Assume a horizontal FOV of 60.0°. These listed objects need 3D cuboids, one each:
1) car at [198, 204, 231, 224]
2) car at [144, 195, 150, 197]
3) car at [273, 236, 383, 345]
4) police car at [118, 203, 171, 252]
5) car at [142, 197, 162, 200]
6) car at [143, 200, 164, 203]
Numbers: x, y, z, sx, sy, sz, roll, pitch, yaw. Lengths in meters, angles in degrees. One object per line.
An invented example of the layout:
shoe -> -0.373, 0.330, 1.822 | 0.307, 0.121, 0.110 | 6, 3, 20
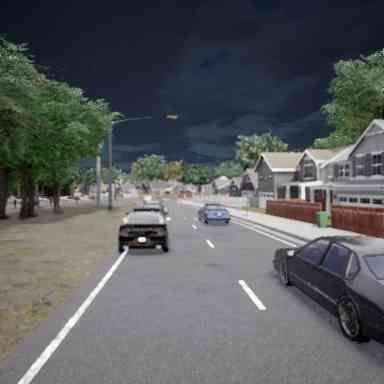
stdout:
car -> 1.620, 1.624, 25.701 | 2.033, 1.411, 5.357 | 0, 0, -6
car -> -9.164, 1.424, 69.037 | 1.812, 1.442, 4.674 | 0, 0, -13
car -> 3.205, 1.580, 6.475 | 2.033, 1.411, 5.357 | 0, 0, -3
police car -> -1.954, 1.476, 14.265 | 1.930, 1.638, 5.238 | 0, 0, -4
car -> -3.556, 1.532, 30.294 | 1.801, 1.575, 5.366 | 0, 0, -7
car -> -2.858, 1.576, 24.132 | 1.837, 1.490, 4.892 | 0, 0, -6
